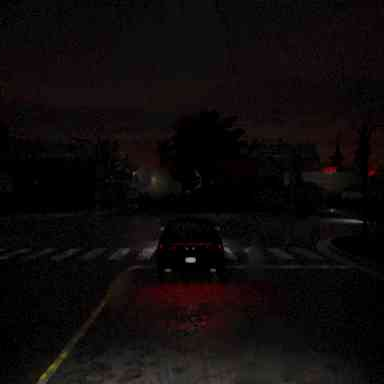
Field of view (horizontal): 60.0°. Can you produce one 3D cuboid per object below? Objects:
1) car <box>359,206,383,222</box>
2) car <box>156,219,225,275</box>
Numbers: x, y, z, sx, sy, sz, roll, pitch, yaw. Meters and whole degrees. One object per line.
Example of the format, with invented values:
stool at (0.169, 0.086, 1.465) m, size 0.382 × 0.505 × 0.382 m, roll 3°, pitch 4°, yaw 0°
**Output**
car at (18.080, 1.916, 30.062) m, size 5.357 × 1.411 × 2.033 m, roll 0°, pitch 0°, yaw -1°
car at (-0.050, 1.608, 10.969) m, size 1.882 × 1.535 × 5.008 m, roll 0°, pitch -1°, yaw 0°
